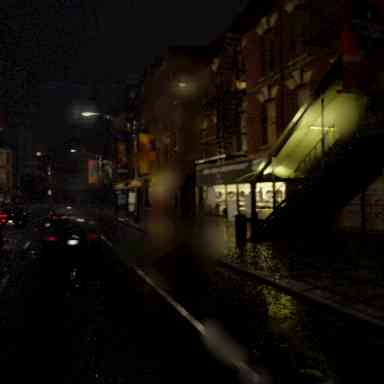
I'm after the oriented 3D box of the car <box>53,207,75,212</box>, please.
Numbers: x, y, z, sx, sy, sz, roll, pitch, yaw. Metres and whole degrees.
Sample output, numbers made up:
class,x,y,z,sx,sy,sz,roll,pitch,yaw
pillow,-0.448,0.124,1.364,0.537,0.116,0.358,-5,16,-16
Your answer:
class,x,y,z,sx,sy,sz,roll,pitch,yaw
car,-9.520,1.797,24.834,2.033,1.411,5.357,-1,0,-22

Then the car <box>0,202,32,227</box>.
class,x,y,z,sx,sy,sz,roll,pitch,yaw
car,-13.552,1.827,25.525,1.837,1.490,4.892,-1,0,-21

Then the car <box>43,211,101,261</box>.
class,x,y,z,sx,sy,sz,roll,pitch,yaw
car,-4.779,1.693,13.172,1.994,1.385,4.181,-1,0,-21

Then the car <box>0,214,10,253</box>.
class,x,y,z,sx,sy,sz,roll,pitch,yaw
car,-7.998,1.743,11.794,1.994,1.385,4.181,-1,0,-21
